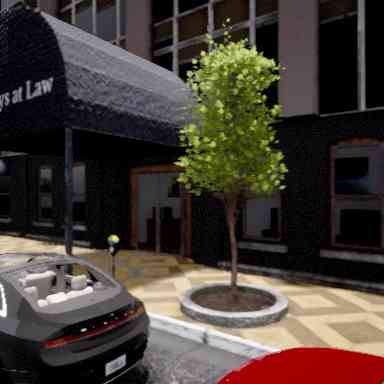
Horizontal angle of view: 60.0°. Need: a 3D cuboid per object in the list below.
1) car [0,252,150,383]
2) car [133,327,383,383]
[{"bbox_3d":[-2.563,1.544,4.703,4.403,1.369,2.008,0,0,36],"label":"car"},{"bbox_3d":[2.048,1.546,1.414,4.507,1.381,1.887,0,0,36],"label":"car"}]
